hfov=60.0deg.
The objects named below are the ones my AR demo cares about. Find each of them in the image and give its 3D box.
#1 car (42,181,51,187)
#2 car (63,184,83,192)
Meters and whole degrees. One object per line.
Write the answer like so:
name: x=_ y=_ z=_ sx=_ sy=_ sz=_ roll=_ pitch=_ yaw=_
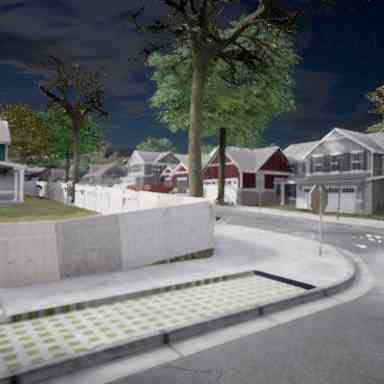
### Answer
car: x=-34.403 y=-1.849 z=77.964 sx=1.837 sy=1.490 sz=4.892 roll=1 pitch=1 yaw=-34
car: x=-17.050 y=-0.432 z=47.736 sx=2.033 sy=1.411 sz=5.357 roll=1 pitch=2 yaw=-34
